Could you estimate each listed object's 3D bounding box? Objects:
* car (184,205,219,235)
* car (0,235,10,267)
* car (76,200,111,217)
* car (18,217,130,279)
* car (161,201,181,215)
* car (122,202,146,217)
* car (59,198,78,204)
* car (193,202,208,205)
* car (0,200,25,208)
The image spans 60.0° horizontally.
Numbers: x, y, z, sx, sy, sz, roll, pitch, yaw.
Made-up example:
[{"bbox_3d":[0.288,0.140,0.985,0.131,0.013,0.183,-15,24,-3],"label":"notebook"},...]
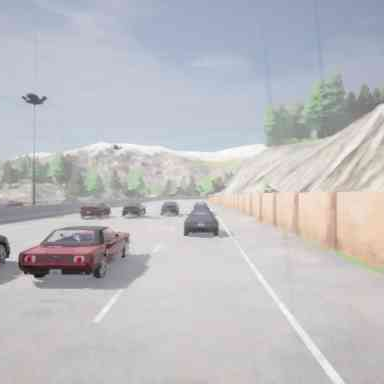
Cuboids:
[{"bbox_3d":[0.556,1.739,19.975,1.994,1.385,4.181,0,0,2],"label":"car"},{"bbox_3d":[-6.777,1.554,8.732,2.128,1.511,4.902,0,0,1],"label":"car"},{"bbox_3d":[-9.564,1.746,33.320,1.882,1.535,5.008,0,0,1],"label":"car"},{"bbox_3d":[-3.253,1.684,10.324,1.895,1.301,4.718,0,0,2],"label":"car"},{"bbox_3d":[-2.455,1.832,38.281,1.837,1.490,4.892,0,0,1],"label":"car"},{"bbox_3d":[-6.029,1.795,34.838,1.837,1.490,4.892,0,0,1],"label":"car"},{"bbox_3d":[-19.918,1.782,54.304,2.097,1.767,4.553,0,-1,1],"label":"car"},{"bbox_3d":[1.087,1.930,42.001,1.994,1.385,4.181,0,0,1],"label":"car"},{"bbox_3d":[-23.554,1.815,43.126,2.128,1.511,4.902,0,0,1],"label":"car"}]
